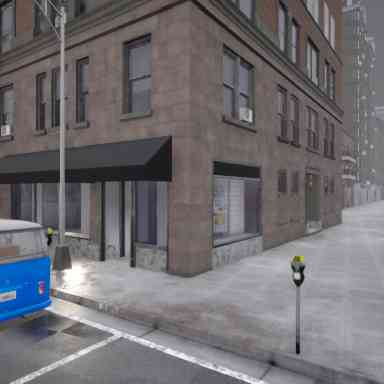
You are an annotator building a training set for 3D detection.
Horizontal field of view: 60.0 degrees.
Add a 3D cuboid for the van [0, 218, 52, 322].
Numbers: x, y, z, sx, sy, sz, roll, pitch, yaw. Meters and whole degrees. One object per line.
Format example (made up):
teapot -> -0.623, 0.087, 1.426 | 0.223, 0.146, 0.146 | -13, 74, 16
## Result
van -> -4.298, 1.340, 6.085 | 3.998, 1.788, 1.690 | 0, 0, 35
